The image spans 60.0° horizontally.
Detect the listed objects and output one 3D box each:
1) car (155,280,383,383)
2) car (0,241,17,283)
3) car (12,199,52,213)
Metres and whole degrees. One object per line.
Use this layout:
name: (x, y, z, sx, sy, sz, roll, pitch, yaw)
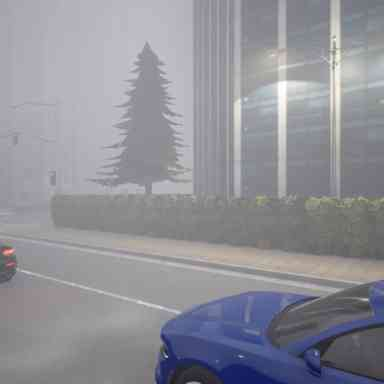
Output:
car: (1.923, 1.478, 2.622, 5.008, 1.535, 1.882, 0, 0, 36)
car: (-6.203, 1.526, 8.376, 4.674, 1.442, 1.812, 0, 0, 36)
car: (-17.212, 1.547, 37.467, 2.033, 1.411, 5.357, 0, 0, 36)
